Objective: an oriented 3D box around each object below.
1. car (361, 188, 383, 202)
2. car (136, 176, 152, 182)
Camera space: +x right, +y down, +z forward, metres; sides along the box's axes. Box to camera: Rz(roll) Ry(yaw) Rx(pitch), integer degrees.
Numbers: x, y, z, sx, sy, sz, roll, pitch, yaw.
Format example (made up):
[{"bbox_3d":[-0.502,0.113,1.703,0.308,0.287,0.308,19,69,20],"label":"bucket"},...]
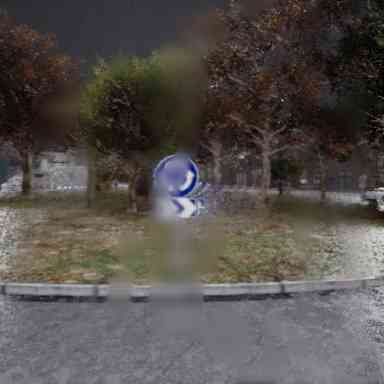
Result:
[{"bbox_3d":[21.450,0.282,37.762,1.812,1.442,4.674,-2,3,-18],"label":"car"},{"bbox_3d":[-11.565,-3.022,78.177,4.892,1.521,2.231,-4,8,-43],"label":"car"}]
